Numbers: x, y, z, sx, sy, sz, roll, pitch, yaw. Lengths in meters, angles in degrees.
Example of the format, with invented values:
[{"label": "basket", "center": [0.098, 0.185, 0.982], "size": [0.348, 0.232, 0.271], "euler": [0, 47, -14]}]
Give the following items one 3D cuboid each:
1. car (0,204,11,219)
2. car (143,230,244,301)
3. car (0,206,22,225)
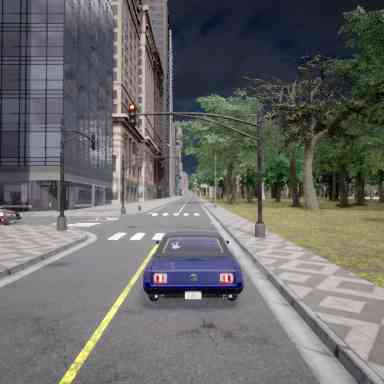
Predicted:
[{"label": "car", "center": [-18.968, 1.727, 29.837], "size": [4.313, 1.339, 1.947], "euler": [0, -1, 0]}, {"label": "car", "center": [0.013, 1.607, 8.311], "size": [1.895, 1.301, 4.718], "euler": [0, 0, 0]}, {"label": "car", "center": [-13.515, 1.372, 21.318], "size": [4.097, 1.590, 1.967], "euler": [0, -2, -1]}]
